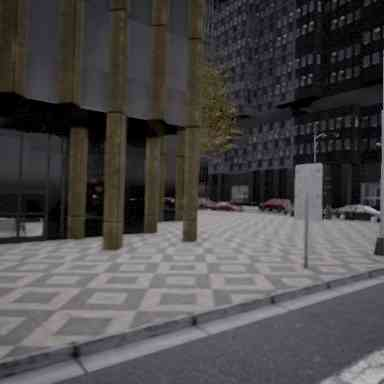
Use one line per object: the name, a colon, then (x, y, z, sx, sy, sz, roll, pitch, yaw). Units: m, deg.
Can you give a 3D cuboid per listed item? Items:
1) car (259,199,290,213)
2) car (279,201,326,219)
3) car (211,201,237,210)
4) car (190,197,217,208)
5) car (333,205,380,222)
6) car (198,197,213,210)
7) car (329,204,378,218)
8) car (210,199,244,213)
car: (11.588, 1.890, 46.157, 2.192, 1.841, 5.009, 2, -1, -35)
car: (11.000, 1.846, 32.224, 1.947, 1.339, 4.313, 2, -1, -35)
car: (5.214, 2.158, 55.152, 1.947, 1.339, 4.313, 2, -1, -35)
car: (2.036, 1.916, 59.657, 2.192, 1.841, 5.009, 2, -1, -35)
car: (14.185, 1.824, 27.724, 2.008, 1.369, 4.403, 2, -1, -35)
car: (1.453, 1.620, 45.730, 2.192, 1.841, 5.009, 2, -1, -35)
car: (17.951, 2.110, 37.153, 2.008, 1.369, 4.403, 2, -1, -35)
car: (4.631, 1.878, 41.224, 1.802, 1.307, 4.206, 2, -1, -35)
